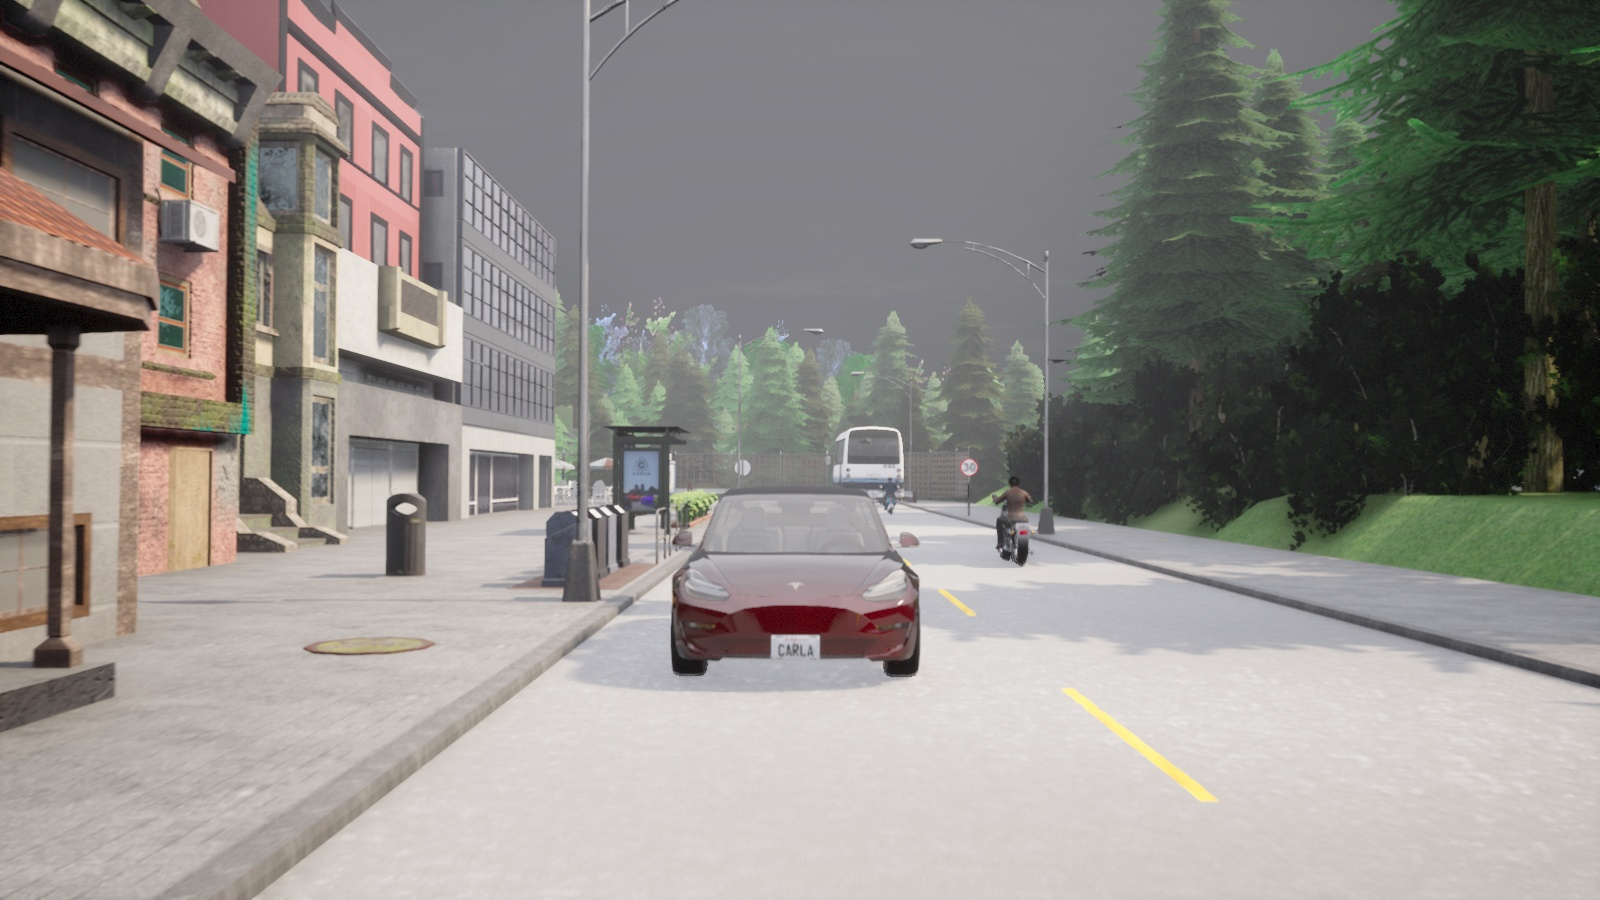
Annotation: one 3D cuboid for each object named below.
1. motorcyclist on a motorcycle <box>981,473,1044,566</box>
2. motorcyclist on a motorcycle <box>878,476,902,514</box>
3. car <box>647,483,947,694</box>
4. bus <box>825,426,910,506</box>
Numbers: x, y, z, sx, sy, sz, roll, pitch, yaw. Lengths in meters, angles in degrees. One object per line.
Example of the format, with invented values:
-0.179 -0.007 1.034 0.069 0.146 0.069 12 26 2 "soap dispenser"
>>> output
3.941 1.257 23.457 0.766 1.649 2.350 0 -1 0 "motorcyclist on a motorcycle"
3.865 1.910 53.938 0.866 1.590 1.817 0 -1 0 "motorcyclist on a motorcycle"
-0.029 1.067 11.486 2.163 1.488 4.792 0 -1 0 "car"
3.692 0.960 71.679 3.944 4.253 10.273 0 -1 -2 "bus"
